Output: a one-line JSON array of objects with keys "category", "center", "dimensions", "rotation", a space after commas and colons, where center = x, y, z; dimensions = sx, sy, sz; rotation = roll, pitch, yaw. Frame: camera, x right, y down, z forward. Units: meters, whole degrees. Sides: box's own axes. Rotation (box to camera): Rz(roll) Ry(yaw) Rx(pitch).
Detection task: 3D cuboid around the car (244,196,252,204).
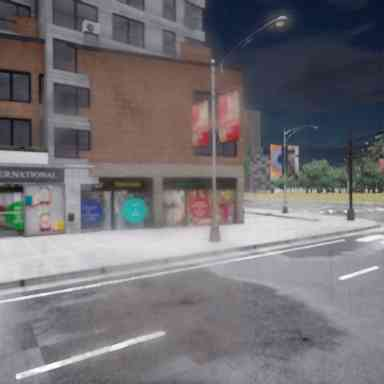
[{"category": "car", "center": [7.572, 1.170, 52.499], "dimensions": [1.895, 1.301, 4.718], "rotation": [-1, 1, -22]}]
